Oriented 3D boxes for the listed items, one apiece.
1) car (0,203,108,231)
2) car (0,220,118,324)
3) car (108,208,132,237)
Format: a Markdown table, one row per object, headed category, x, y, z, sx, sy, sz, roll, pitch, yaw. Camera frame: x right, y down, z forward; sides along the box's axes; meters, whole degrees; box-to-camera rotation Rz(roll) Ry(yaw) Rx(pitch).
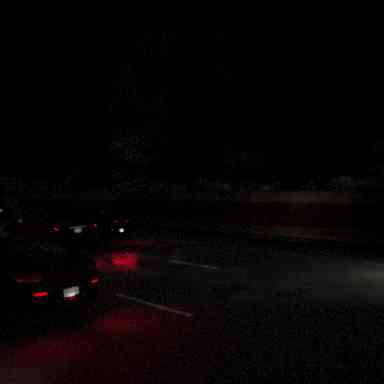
| category | x | y | z | sx | sy | sz | roll | pitch | yaw |
| --- | --- | --- | --- | --- | --- | --- | --- | --- | --- |
| car | -5.707 | 1.419 | 13.317 | 4.553 | 1.767 | 2.097 | 0 | 0 | 41 |
| car | -3.877 | 1.564 | 7.180 | 4.674 | 1.442 | 1.812 | 0 | 0 | 39 |
| car | -5.154 | 1.587 | 17.501 | 4.892 | 1.490 | 1.837 | 0 | 0 | 42 |
